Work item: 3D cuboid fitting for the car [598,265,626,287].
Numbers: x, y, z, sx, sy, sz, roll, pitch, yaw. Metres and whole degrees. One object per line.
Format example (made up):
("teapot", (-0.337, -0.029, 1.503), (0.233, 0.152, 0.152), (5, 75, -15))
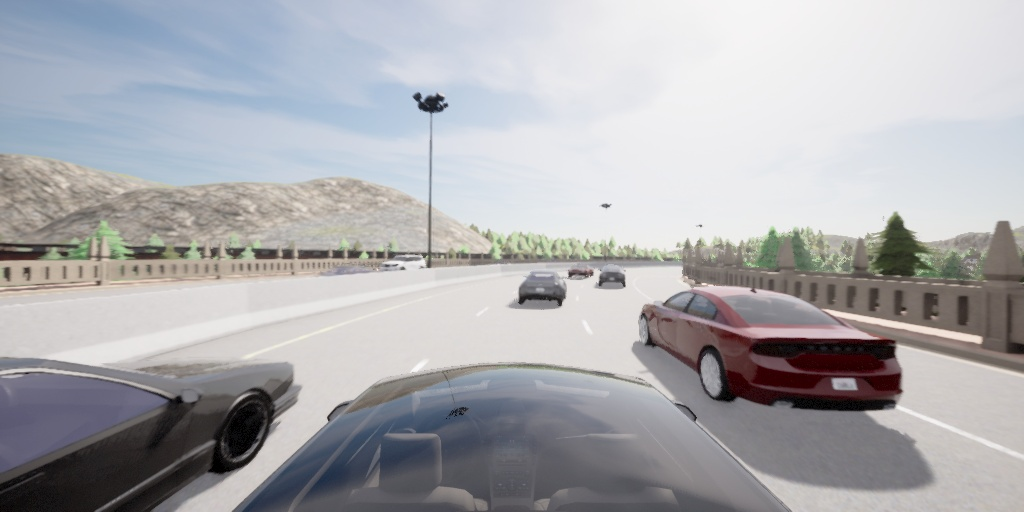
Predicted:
("car", (7.358, 1.396, 26.370), (1.812, 1.442, 4.674), (0, 0, 16))

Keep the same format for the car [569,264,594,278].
("car", (6.923, 1.482, 35.675), (1.895, 1.301, 4.718), (1, 0, 22))

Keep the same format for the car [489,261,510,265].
("car", (-1.511, 1.422, 50.968), (1.895, 1.301, 4.718), (1, 0, 28))

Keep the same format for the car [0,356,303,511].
("car", (-3.380, 1.262, 1.719), (2.033, 1.411, 5.357), (1, 0, 0))

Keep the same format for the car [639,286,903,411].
("car", (3.823, 1.276, 6.457), (1.882, 1.535, 5.008), (0, 0, 3))

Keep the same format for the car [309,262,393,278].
("car", (-8.884, 1.235, 19.368), (2.033, 1.411, 5.357), (1, 0, 11))

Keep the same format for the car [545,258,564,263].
("car", (6.871, 1.087, 58.030), (1.994, 1.385, 4.181), (1, 0, 34))

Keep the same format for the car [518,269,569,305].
("car", (1.486, 1.356, 16.639), (1.994, 1.385, 4.181), (1, 0, 10))

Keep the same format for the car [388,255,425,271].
("car", (-11.277, 0.917, 37.476), (2.150, 2.045, 5.566), (1, 0, 20))
